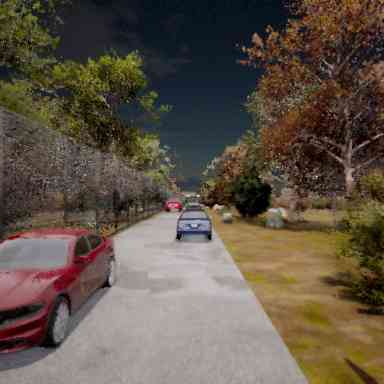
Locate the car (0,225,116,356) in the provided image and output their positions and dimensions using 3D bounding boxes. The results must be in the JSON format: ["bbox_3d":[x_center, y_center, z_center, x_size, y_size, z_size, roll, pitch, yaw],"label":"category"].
[{"bbox_3d":[-2.845,1.498,6.512,1.882,1.535,5.008,0,0,0],"label":"car"}]

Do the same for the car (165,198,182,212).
[{"bbox_3d":[-2.642,1.900,49.228,2.150,2.045,5.566,0,-2,1],"label":"car"}]

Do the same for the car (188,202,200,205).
[{"bbox_3d":[0.214,1.948,39.418,1.837,1.490,4.892,0,-1,0],"label":"car"}]

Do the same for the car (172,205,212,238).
[{"bbox_3d":[0.125,1.655,18.204,2.033,1.411,5.357,0,-1,0],"label":"car"}]
